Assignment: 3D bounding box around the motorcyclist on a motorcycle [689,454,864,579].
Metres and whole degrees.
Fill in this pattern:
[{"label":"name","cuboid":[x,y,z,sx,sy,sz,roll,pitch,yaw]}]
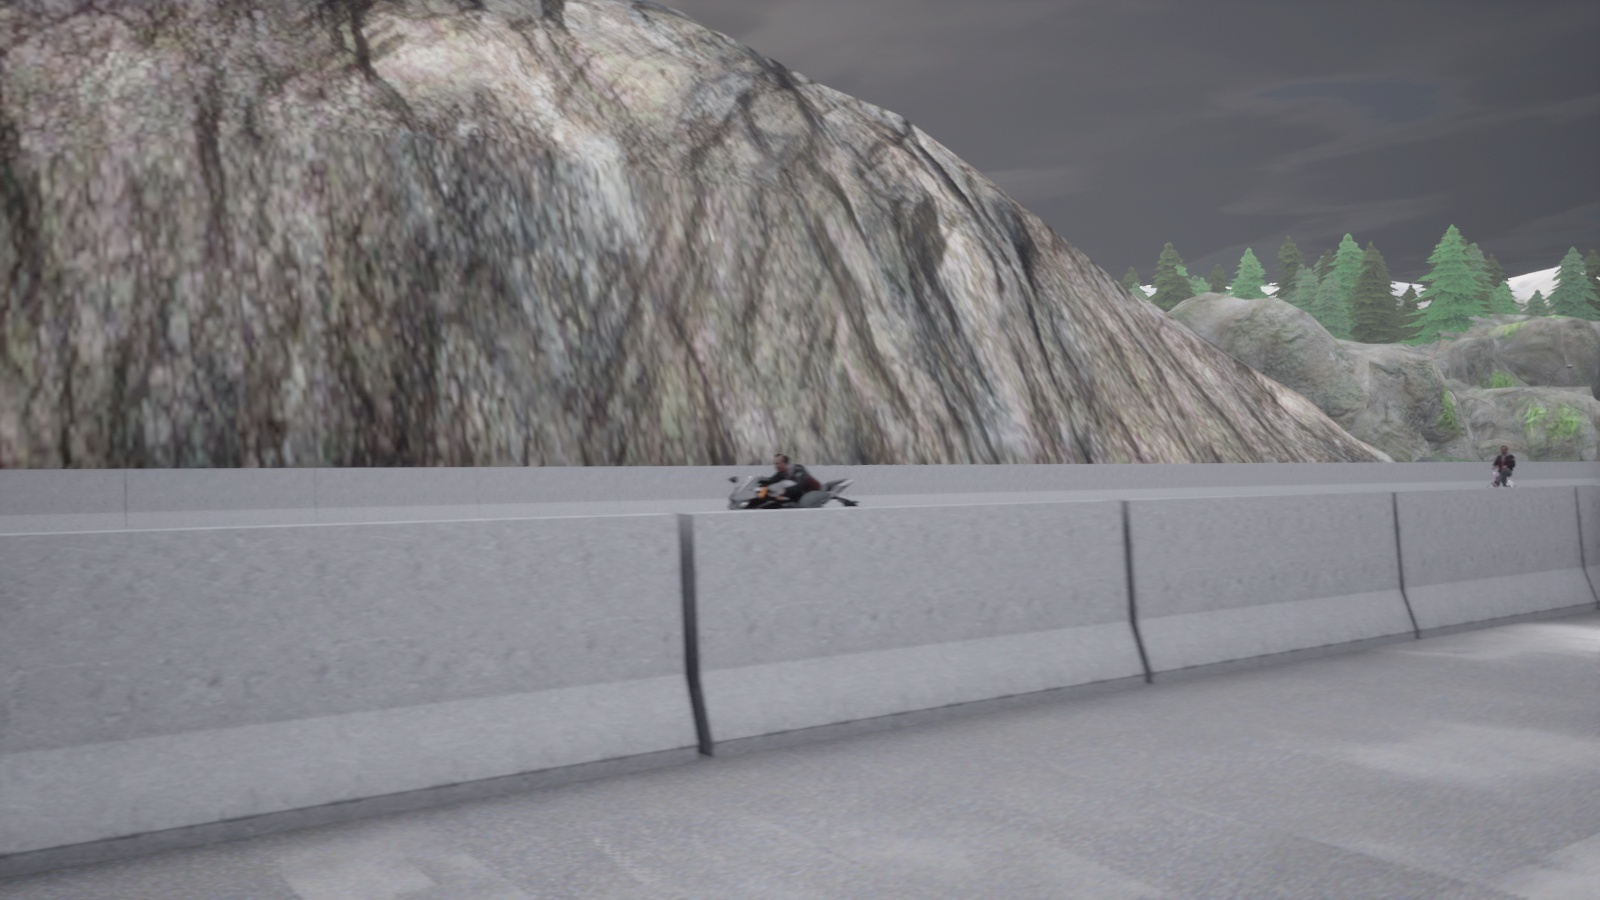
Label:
[{"label":"motorcyclist on a motorcycle","cuboid":[-0.290,0.825,16.473,2.191,1.530,0.866,0,0,-36]}]
